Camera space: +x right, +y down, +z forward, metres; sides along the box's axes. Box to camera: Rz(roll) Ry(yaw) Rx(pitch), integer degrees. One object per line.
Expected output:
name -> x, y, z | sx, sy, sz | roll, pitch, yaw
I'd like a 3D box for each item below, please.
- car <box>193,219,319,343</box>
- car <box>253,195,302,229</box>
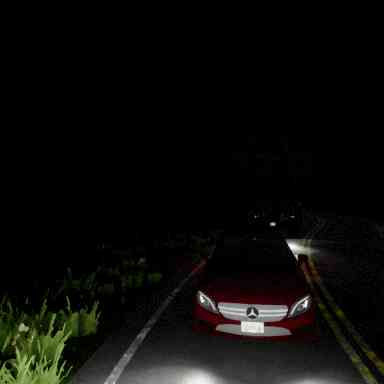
car -> 1.224, 1.534, 6.703 | 1.812, 1.442, 4.674 | -1, 0, 10
car -> 4.982, 1.215, 18.879 | 2.150, 2.045, 5.566 | -2, -1, 22
